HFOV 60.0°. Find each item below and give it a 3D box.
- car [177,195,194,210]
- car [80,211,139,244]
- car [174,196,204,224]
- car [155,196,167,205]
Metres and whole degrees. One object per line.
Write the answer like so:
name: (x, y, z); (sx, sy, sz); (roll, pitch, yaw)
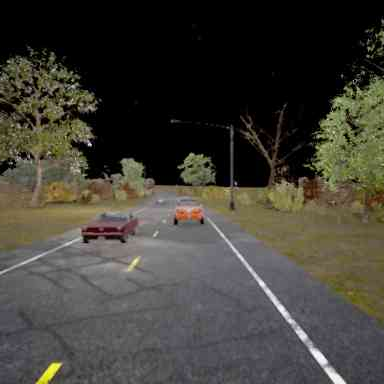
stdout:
car: (-0.916, 1.307, 43.371); (2.097, 1.767, 4.553); (0, 0, -2)
car: (-3.757, 1.595, 15.896); (1.895, 1.301, 4.718); (0, 0, -1)
car: (-0.260, 1.335, 24.948); (2.097, 1.767, 4.553); (0, 0, -1)
car: (-5.265, 1.424, 57.003); (2.128, 1.511, 4.902); (0, 0, -3)
